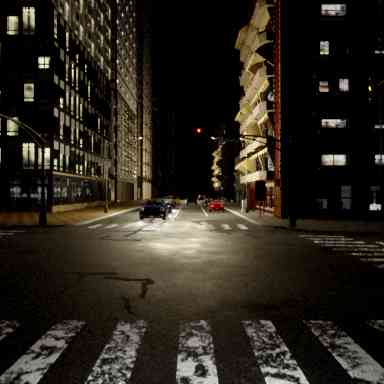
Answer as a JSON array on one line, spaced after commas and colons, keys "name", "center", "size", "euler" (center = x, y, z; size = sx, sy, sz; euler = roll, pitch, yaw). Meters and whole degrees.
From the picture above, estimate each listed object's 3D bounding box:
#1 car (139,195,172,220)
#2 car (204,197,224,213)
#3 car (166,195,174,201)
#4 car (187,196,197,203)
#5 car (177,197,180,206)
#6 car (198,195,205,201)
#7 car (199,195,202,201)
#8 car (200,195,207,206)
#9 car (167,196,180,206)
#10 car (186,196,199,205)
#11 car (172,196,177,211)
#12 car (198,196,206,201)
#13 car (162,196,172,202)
[{"name": "car", "center": [-3.142, 1.357, 28.148], "size": [2.097, 1.767, 4.553], "euler": [0, 0, 0]}, {"name": "car", "center": [2.679, 1.591, 37.241], "size": [1.802, 1.307, 4.206], "euler": [0, 0, 0]}, {"name": "car", "center": [-5.843, 1.596, 89.683], "size": [1.887, 1.381, 4.507], "euler": [0, 0, 0]}, {"name": "car", "center": [-0.033, 1.594, 70.302], "size": [1.994, 1.385, 4.181], "euler": [0, 0, 0]}, {"name": "car", "center": [-3.153, 1.615, 46.454], "size": [1.895, 1.301, 4.718], "euler": [0, 0, 0]}, {"name": "car", "center": [2.537, 1.491, 89.698], "size": [1.967, 1.590, 4.097], "euler": [0, 0, 0]}, {"name": "car", "center": [2.597, 1.571, 55.806], "size": [2.008, 1.369, 4.403], "euler": [0, 0, 0]}, {"name": "car", "center": [2.606, 1.567, 50.158], "size": [2.008, 1.369, 4.403], "euler": [0, 0, 0]}, {"name": "car", "center": [-3.097, 1.498, 56.726], "size": [1.882, 1.535, 5.008], "euler": [0, 0, 0]}, {"name": "car", "center": [-0.004, 1.528, 59.992], "size": [1.837, 1.490, 4.892], "euler": [0, 0, 0]}, {"name": "car", "center": [-3.158, 1.501, 37.196], "size": [2.128, 1.511, 4.902], "euler": [0, 0, 0]}, {"name": "car", "center": [2.547, 1.626, 84.049], "size": [1.802, 1.307, 4.206], "euler": [0, 0, 0]}, {"name": "car", "center": [-5.823, 1.589, 78.386], "size": [2.008, 1.369, 4.403], "euler": [0, 0, 0]}]
